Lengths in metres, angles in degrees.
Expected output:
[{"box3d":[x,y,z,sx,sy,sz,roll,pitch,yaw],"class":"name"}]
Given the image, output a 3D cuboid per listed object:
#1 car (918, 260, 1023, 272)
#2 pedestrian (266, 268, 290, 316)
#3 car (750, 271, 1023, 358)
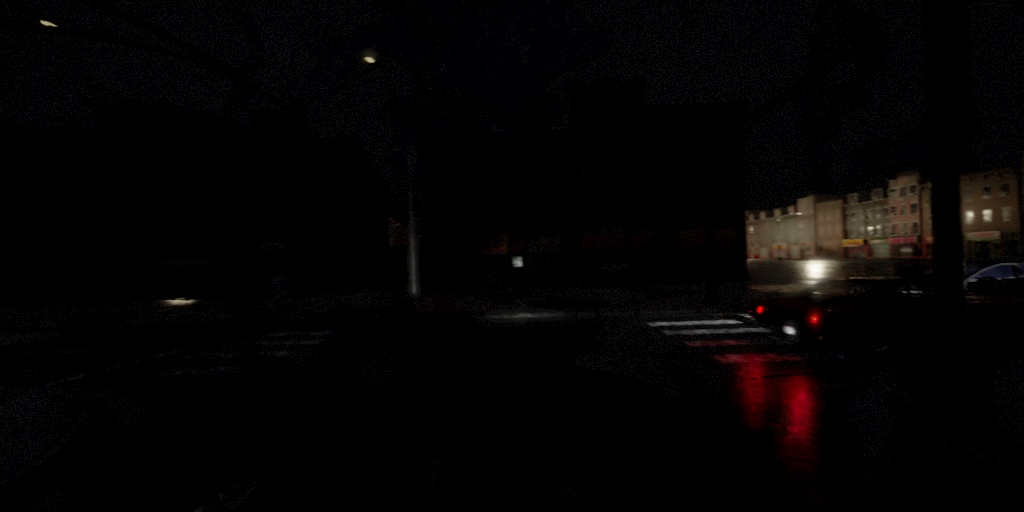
[{"box3d":[12.448,0.864,9.676,4.902,1.511,2.128,-2,-1,4],"class":"car"},{"box3d":[-8.525,1.289,13.055,0.375,1.860,0.375,-2,0,2],"class":"pedestrian"},{"box3d":[7.691,1.109,7.255,4.718,1.301,1.895,-2,-1,-4],"class":"car"}]
